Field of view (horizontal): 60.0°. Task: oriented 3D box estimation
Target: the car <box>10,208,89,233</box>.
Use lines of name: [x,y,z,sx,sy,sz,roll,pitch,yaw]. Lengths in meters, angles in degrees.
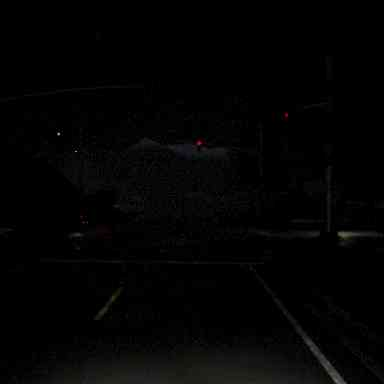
car: [-9.258,1.797,21.714,4.902,1.511,2.128,0,-1,1]
